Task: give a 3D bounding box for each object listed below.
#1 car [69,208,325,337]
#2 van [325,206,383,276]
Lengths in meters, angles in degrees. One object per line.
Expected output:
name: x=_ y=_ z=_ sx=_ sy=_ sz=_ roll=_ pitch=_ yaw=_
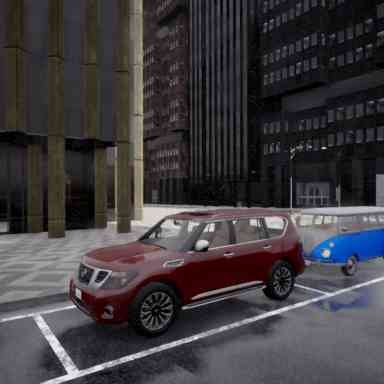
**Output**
car: x=0.216 y=1.315 z=6.813 sx=5.009 sy=1.841 sz=2.192 roll=0 pitch=0 yaw=-36
van: x=4.712 y=1.341 z=10.023 sx=3.998 sy=1.788 sz=1.690 roll=0 pitch=0 yaw=-36
